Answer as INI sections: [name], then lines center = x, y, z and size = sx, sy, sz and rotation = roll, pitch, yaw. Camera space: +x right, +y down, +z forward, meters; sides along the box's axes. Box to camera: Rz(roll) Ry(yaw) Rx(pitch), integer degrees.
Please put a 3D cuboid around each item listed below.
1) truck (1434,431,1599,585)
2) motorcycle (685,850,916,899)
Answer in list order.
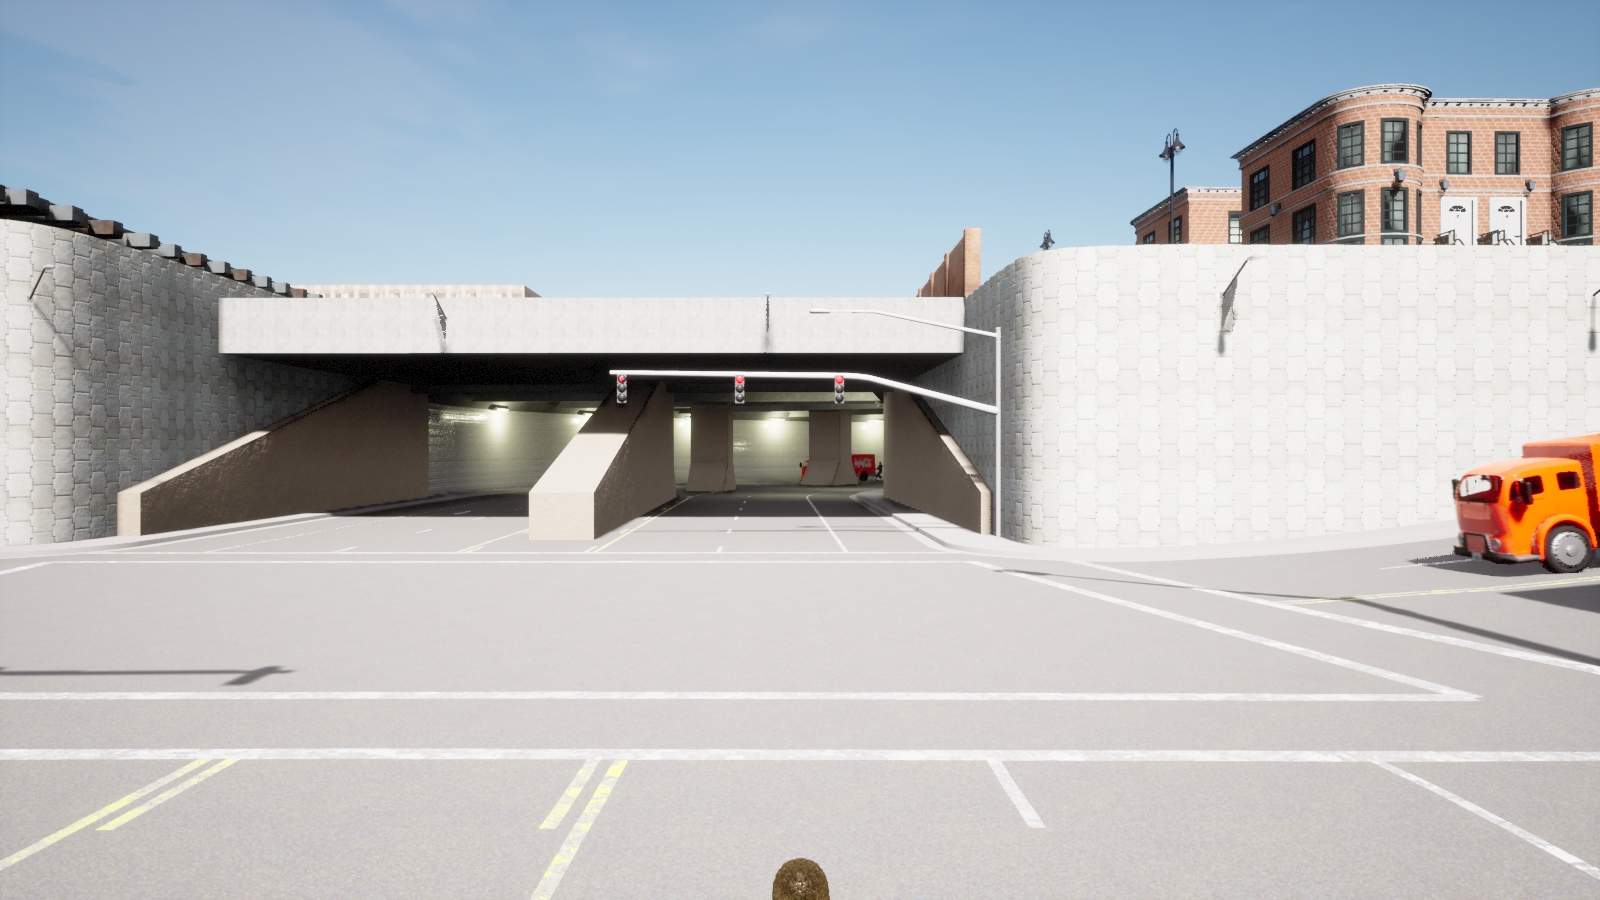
[truck]
center = 16.050, 0.946, 22.655
size = 5.204, 2.467, 2.627
rotation = -8, 0, 0
[motorcycle]
center = 0.004, 2.174, 3.443
size = 0.803, 1.224, 2.033
rotation = 0, 0, 0
